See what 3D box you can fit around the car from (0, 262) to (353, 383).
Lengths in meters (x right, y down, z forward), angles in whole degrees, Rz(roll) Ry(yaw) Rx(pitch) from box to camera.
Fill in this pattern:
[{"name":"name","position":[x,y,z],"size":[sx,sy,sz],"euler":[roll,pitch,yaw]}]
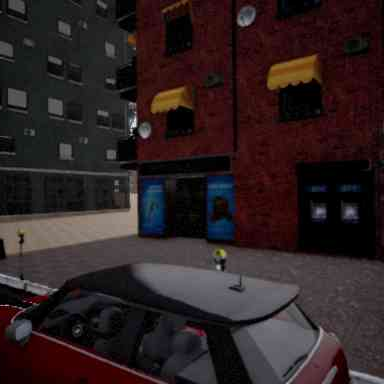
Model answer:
[{"name":"car","position":[-0.677,1.465,3.360],"size":[4.097,1.590,1.967],"euler":[-1,-1,36]}]
